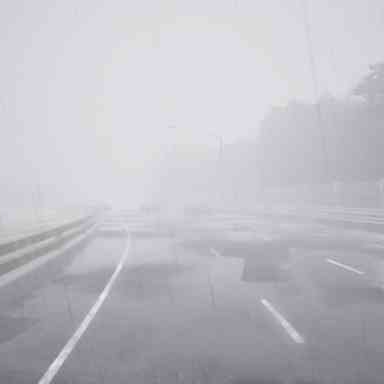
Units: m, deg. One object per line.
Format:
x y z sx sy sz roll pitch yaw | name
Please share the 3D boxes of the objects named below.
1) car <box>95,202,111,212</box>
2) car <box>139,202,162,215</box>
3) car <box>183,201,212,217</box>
-13.833 2.258 51.227 1.812 1.442 4.674 0 -1 -30 | car
-5.290 2.038 42.098 2.128 1.511 4.902 0 -1 -24 | car
0.533 1.783 36.807 2.097 1.767 4.553 0 -1 -20 | car
